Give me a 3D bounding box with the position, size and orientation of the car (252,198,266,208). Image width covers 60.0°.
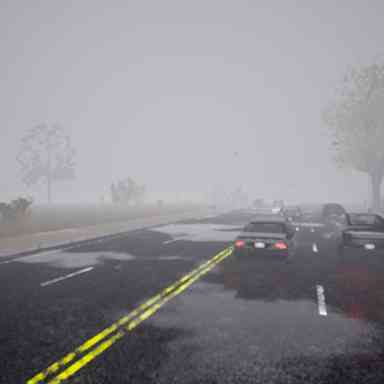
[{"bbox_3d":[11.599,1.893,57.442,1.837,1.490,4.892,0,0,20],"label":"car"}]

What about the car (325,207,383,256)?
[{"bbox_3d":[6.644,1.591,13.184,2.128,1.511,4.902,0,0,20],"label":"car"}]

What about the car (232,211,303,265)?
[{"bbox_3d":[2.850,1.640,12.239,2.033,1.411,5.357,0,0,20],"label":"car"}]

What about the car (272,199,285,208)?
[{"bbox_3d":[14.674,1.873,56.391,2.128,1.511,4.902,0,0,20],"label":"car"}]

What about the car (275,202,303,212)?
[{"bbox_3d":[8.306,1.802,27.855,1.895,1.301,4.718,0,0,20],"label":"car"}]

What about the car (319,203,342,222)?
[{"bbox_3d":[11.985,1.683,28.496,1.882,1.535,5.008,0,0,20],"label":"car"}]
